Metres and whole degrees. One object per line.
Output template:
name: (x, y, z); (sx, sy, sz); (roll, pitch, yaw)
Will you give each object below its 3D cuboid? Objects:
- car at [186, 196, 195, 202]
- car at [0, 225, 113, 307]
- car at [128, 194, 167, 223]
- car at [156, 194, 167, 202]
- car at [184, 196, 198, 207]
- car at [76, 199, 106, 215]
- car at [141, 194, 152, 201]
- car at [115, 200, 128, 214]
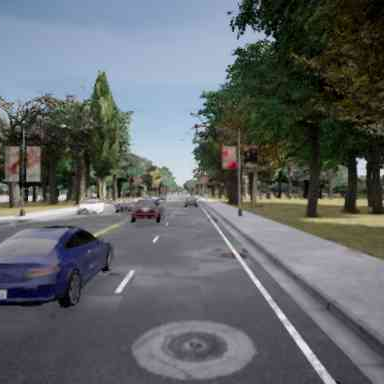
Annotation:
car: (-0.352, 1.547, 73.174); (1.895, 1.301, 4.718); (0, 0, 0)
car: (-3.183, 1.505, 7.759); (1.812, 1.442, 4.674); (0, 0, 0)
car: (-3.262, 1.293, 25.401); (2.097, 1.767, 4.553); (0, 0, 0)
car: (-6.873, 1.234, 75.883); (2.097, 1.767, 4.553); (0, 0, 0)
car: (-0.120, 1.471, 48.768); (2.033, 1.411, 5.357); (0, 0, 0)
car: (-9.992, 1.469, 33.275); (1.812, 1.442, 4.674); (0, 0, 0)
car: (-10.108, 1.280, 73.949); (1.812, 1.442, 4.674); (0, 0, 0)
car: (-6.747, 1.501, 34.850); (1.994, 1.385, 4.181); (0, 0, 0)
